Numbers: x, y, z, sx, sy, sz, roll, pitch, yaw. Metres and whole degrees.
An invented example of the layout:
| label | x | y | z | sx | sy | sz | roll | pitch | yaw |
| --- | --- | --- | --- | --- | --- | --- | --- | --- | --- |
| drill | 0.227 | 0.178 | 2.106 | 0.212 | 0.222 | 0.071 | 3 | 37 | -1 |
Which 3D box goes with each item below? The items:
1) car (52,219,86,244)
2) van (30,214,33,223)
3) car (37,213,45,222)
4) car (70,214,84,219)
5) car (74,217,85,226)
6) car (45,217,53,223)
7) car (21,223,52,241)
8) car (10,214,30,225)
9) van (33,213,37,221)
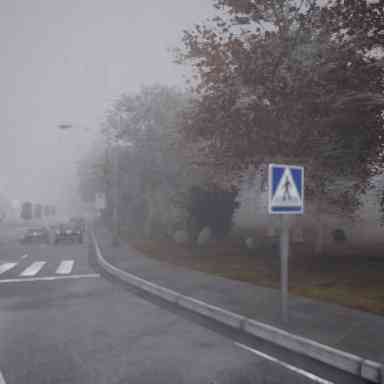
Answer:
| label | x | y | z | sx | sy | sz | roll | pitch | yaw |
| --- | --- | --- | --- | --- | --- | --- | --- | --- | --- |
| car | -10.563 | 3.446 | 28.774 | 2.097 | 1.767 | 4.553 | 1 | -5 | -18 |
| van | -35.142 | 5.713 | 69.240 | 1.878 | 1.987 | 4.442 | 1 | -3 | -17 |
| car | -40.035 | 6.503 | 85.217 | 2.435 | 2.045 | 5.566 | 1 | -3 | -17 |
| car | -16.355 | 4.566 | 47.229 | 2.150 | 2.045 | 5.566 | 1 | -3 | -17 |
| car | -22.009 | 5.781 | 65.308 | 1.882 | 1.535 | 5.008 | 1 | -3 | -17 |
| car | -20.932 | 5.094 | 51.295 | 2.033 | 1.411 | 5.357 | 1 | -3 | -17 |
| car | -15.106 | 4.005 | 32.683 | 1.994 | 1.385 | 4.181 | 1 | -5 | -17 |
| car | -33.544 | 5.415 | 64.030 | 2.435 | 2.045 | 5.566 | 1 | -3 | -17 |
| van | -36.764 | 5.987 | 74.537 | 1.878 | 1.987 | 4.442 | 1 | -3 | -17 |
